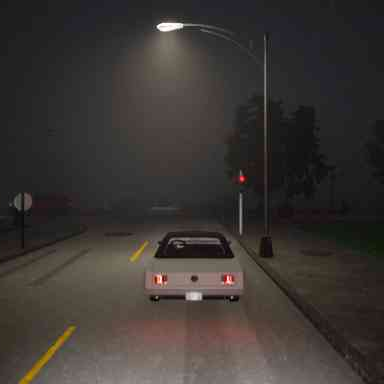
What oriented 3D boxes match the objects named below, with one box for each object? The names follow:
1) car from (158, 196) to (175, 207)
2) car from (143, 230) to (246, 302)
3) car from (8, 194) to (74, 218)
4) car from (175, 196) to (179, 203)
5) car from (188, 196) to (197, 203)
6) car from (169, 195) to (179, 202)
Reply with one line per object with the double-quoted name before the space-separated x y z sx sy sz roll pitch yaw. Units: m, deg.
"car" -4.072 1.485 50.104 1.837 1.490 4.892 0 0 0
"car" 0.060 1.598 8.233 1.895 1.301 4.718 0 0 0
"car" -13.606 1.209 30.085 5.566 2.045 2.150 0 0 5
"car" -4.025 1.522 62.999 2.033 1.411 5.357 0 0 0
"car" 0.033 1.573 69.423 1.895 1.301 4.718 0 0 0
"car" -3.964 1.507 74.726 2.033 1.411 5.357 0 0 0
